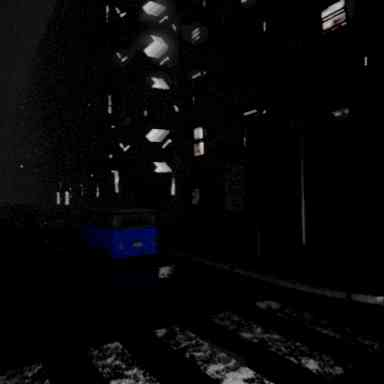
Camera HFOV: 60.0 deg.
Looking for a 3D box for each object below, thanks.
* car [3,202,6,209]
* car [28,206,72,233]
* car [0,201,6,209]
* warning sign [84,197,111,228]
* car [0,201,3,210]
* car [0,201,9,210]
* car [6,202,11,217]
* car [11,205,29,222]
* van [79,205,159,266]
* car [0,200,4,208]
[{"bbox_3d":[-30.675,2.341,54.256,2.008,1.369,4.403,-2,0,-33],"label":"car"},{"bbox_3d":[-8.990,1.733,21.289,1.752,1.417,4.829,-1,0,-33],"label":"car"},{"bbox_3d":[-36.899,2.503,63.716,1.887,1.381,4.507,-2,0,-33],"label":"car"},{"bbox_3d":[-5.949,1.243,20.973,1.300,1.860,1.060,-2,0,-33],"label":"warning sign"},{"bbox_3d":[-23.582,2.074,38.758,1.882,1.535,5.008,-2,0,-34],"label":"car"},{"bbox_3d":[-33.786,2.425,58.986,2.008,1.369,4.403,-2,0,-33],"label":"car"},{"bbox_3d":[-18.229,1.996,35.335,1.887,1.381,4.507,-2,0,-33],"label":"car"},{"bbox_3d":[-15.118,1.912,30.605,1.887,1.381,4.507,-2,0,-33],"label":"car"},{"bbox_3d":[-2.677,1.393,11.689,1.690,1.788,3.998,-1,0,-33],"label":"van"},{"bbox_3d":[-40.012,2.485,68.444,1.967,1.590,4.097,-2,0,-33],"label":"car"}]
